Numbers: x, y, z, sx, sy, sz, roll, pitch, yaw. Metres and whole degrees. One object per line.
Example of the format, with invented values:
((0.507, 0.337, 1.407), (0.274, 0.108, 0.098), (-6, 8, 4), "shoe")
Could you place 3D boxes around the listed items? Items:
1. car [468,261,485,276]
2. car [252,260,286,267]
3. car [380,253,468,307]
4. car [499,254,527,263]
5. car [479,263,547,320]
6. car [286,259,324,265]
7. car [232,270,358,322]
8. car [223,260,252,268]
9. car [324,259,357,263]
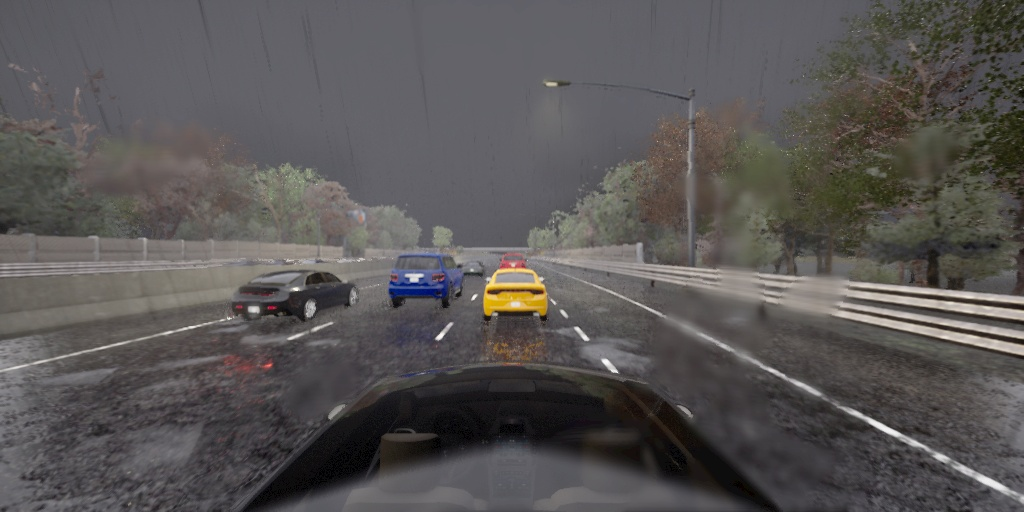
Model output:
((-3.394, 1.157, 32.479), (1.994, 1.385, 4.181), (0, 0, 0), "car")
((-24.582, 1.133, 37.693), (1.994, 1.385, 4.181), (0, 0, 0), "car")
((-3.393, 0.899, 15.137), (2.150, 2.045, 5.566), (0, 0, 0), "car")
((0.100, 0.820, 31.200), (2.150, 2.045, 5.566), (0, 0, 0), "car")
((0.103, 1.169, 12.389), (1.882, 1.535, 5.008), (0, 0, 0), "car")
((-21.084, 1.095, 37.590), (1.812, 1.442, 4.674), (0, 0, 0), "car")
((-6.898, 1.198, 12.035), (1.837, 1.490, 4.892), (0, 0, 0), "car")
((-28.081, 1.133, 37.655), (1.994, 1.385, 4.181), (0, 0, 0), "car")
((-17.582, 1.093, 38.010), (1.812, 1.442, 4.674), (0, 0, 0), "car")
